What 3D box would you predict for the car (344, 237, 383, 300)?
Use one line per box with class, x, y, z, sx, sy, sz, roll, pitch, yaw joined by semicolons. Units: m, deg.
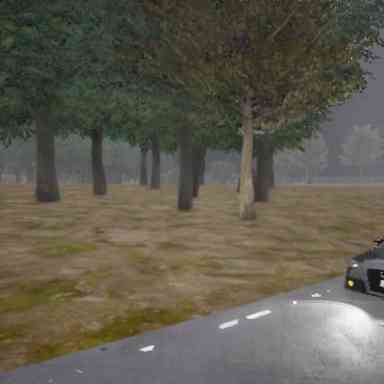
car;5.210;1.524;7.364;4.181;1.385;1.994;0;1;-38
